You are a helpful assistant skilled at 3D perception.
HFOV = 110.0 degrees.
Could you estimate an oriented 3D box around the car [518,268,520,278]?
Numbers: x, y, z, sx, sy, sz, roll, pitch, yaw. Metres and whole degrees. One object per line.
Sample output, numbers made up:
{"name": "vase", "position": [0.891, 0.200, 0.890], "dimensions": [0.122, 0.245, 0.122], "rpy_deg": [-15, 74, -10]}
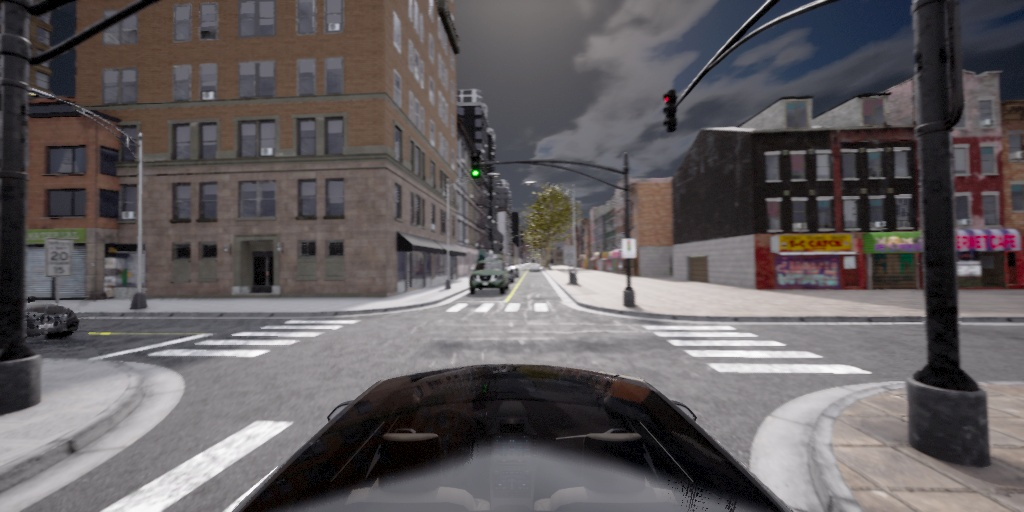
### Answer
{"name": "car", "position": [-0.114, 1.915, 43.584], "dimensions": [1.994, 1.385, 4.181], "rpy_deg": [-1, -1, 5]}

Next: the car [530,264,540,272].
{"name": "car", "position": [4.175, 2.133, 65.187], "dimensions": [1.812, 1.442, 4.674], "rpy_deg": [-1, -1, 4]}

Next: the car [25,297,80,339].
{"name": "car", "position": [-13.868, 1.510, 9.031], "dimensions": [4.674, 1.442, 1.812], "rpy_deg": [-1, -1, 3]}

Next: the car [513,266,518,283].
{"name": "car", "position": [-0.769, 1.778, 33.523], "dimensions": [1.994, 1.385, 4.181], "rpy_deg": [-1, -1, 3]}

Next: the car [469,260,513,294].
{"name": "car", "position": [-1.382, 1.304, 23.632], "dimensions": [2.150, 2.045, 5.566], "rpy_deg": [-1, -1, 4]}
